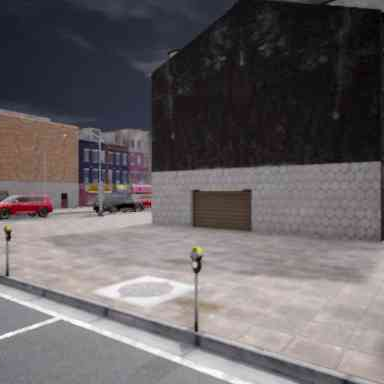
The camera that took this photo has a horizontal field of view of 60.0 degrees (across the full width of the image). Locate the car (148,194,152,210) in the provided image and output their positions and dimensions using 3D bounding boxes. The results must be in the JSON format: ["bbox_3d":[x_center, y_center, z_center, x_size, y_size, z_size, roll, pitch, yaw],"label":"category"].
[{"bbox_3d":[-6.591,1.278,41.004,2.150,2.045,5.566,0,0,36],"label":"car"}]

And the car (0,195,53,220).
[{"bbox_3d":[-15.074,1.278,29.231,2.150,2.045,5.566,0,0,36],"label":"car"}]

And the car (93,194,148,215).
[{"bbox_3d":[-7.612,1.277,34.553,2.150,2.045,5.566,0,0,36],"label":"car"}]
